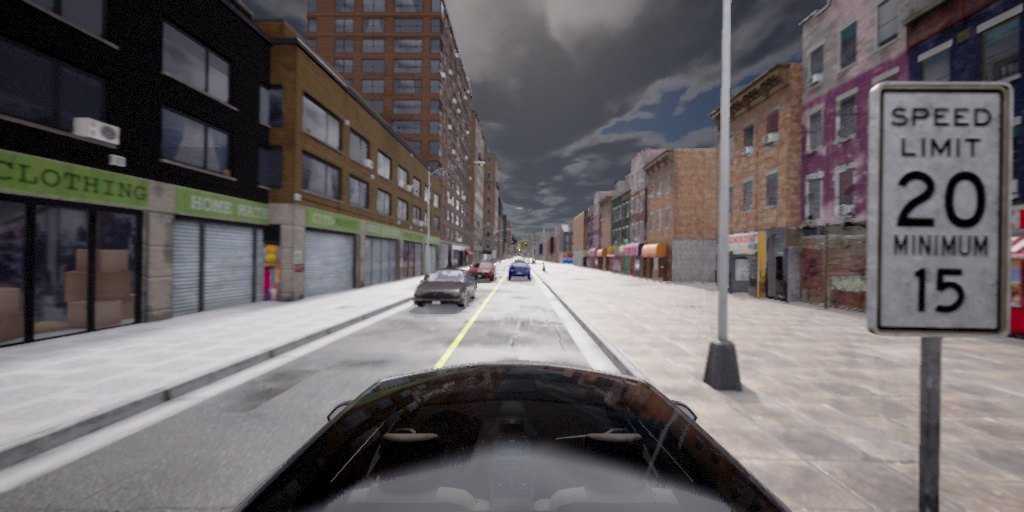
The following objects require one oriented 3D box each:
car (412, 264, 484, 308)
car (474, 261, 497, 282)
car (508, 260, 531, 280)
[{"bbox_3d":[-2.591,1.248,15.183,2.033,1.411,5.357,1,0,1],"label":"car"},{"bbox_3d":[-2.268,1.173,28.468,1.882,1.535,5.008,1,0,2],"label":"car"},{"bbox_3d":[0.667,1.216,31.552,1.882,1.535,5.008,1,0,2],"label":"car"}]
